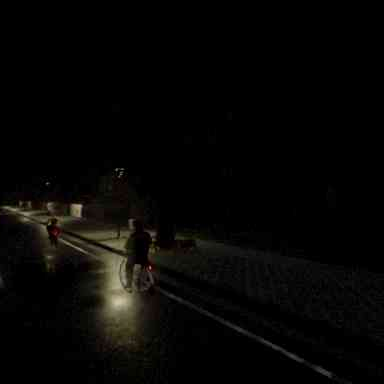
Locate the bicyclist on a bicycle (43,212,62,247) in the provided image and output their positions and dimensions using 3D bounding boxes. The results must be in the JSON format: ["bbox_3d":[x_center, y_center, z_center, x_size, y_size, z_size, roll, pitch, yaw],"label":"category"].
[{"bbox_3d":[-6.535,1.741,15.703,0.866,1.612,1.509,1,-1,-33],"label":"bicyclist on a bicycle"}]

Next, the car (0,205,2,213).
[{"bbox_3d":[-31.070,2.536,52.269,1.812,1.442,4.674,1,-2,-33],"label":"car"}]

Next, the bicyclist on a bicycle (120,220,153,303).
[{"bbox_3d":[-1.322,1.523,7.685,0.659,1.776,1.843,1,-1,-33],"label":"bicyclist on a bicycle"}]
